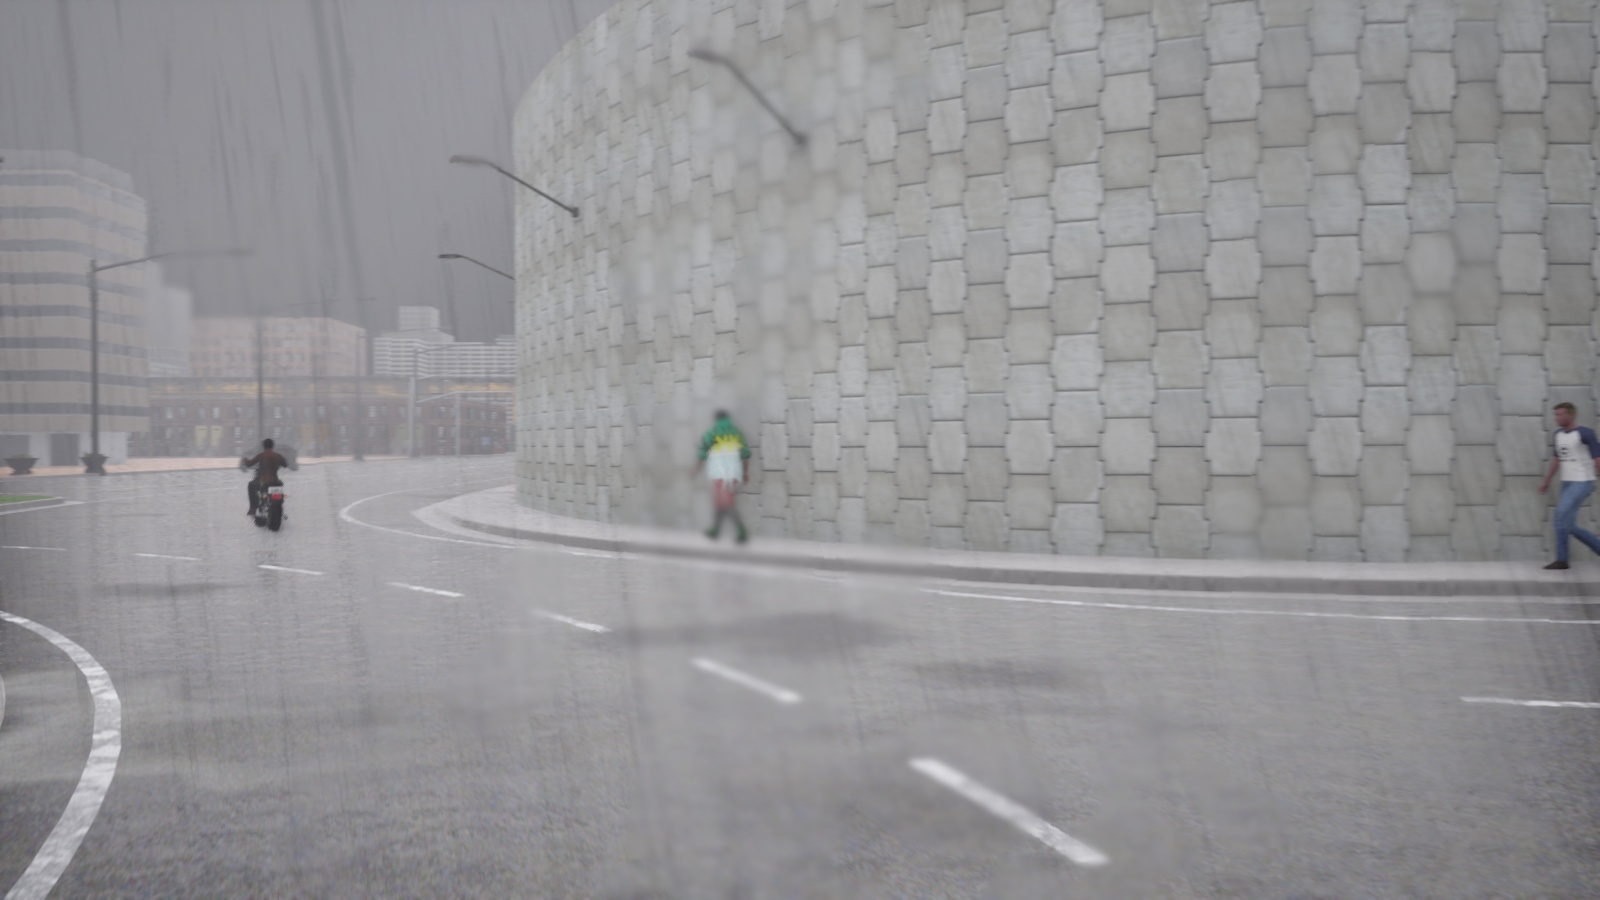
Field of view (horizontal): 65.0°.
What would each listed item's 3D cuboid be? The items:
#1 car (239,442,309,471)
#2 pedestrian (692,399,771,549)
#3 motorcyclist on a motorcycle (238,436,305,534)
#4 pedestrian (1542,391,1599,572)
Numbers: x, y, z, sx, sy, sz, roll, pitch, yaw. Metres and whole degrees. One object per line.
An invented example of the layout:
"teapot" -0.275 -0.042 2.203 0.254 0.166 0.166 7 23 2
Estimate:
"car" -28.741 0.347 68.746 2.007 1.525 4.514 0 0 -2
"pedestrian" -0.924 0.307 16.838 0.659 1.952 0.873 0 0 -42
"motorcyclist on a motorcycle" -9.393 0.584 22.260 0.766 1.649 2.350 0 0 -31
"pedestrian" 8.094 0.315 12.927 0.706 1.836 0.354 0 0 1
